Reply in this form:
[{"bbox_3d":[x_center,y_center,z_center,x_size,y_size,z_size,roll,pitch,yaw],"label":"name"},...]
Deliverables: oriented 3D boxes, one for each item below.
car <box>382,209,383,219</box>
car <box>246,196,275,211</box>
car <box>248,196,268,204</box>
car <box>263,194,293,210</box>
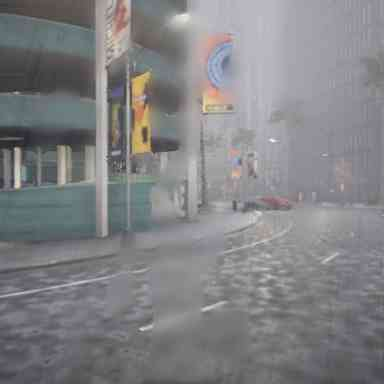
[{"bbox_3d":[16.418,1.482,25.651,1.882,1.535,5.008,0,0,11],"label":"car"},{"bbox_3d":[8.480,1.601,43.182,1.837,1.490,4.892,0,0,-14],"label":"car"},{"bbox_3d":[14.096,1.638,71.228,2.231,1.521,4.892,0,0,-18],"label":"car"},{"bbox_3d":[11.492,1.310,45.543,2.150,2.045,5.566,0,0,-16],"label":"car"}]
